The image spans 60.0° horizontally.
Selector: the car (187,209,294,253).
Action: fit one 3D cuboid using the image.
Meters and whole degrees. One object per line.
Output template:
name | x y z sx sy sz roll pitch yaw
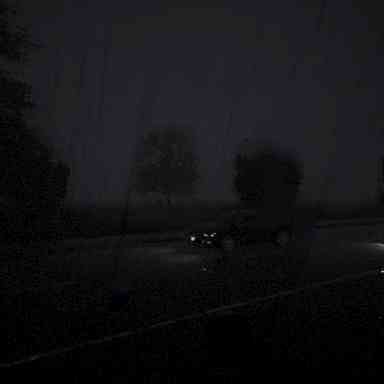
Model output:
car | 2.072 1.490 13.679 4.892 1.490 1.837 0 0 -33
